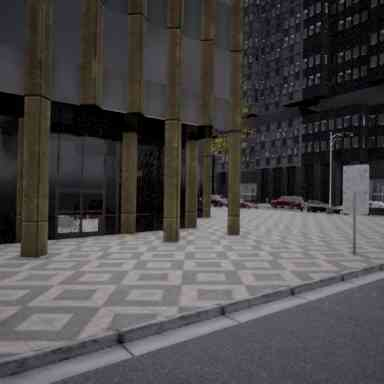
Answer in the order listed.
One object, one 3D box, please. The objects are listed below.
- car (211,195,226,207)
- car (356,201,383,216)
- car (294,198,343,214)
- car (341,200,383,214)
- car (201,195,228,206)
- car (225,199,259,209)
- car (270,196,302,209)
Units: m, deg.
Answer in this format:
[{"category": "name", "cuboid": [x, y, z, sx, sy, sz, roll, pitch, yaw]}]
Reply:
[{"category": "car", "cuboid": [3.516, 1.313, 47.276, 2.192, 1.841, 5.009, 1, -1, -35]}, {"category": "car", "cuboid": [16.284, 1.518, 29.295, 2.008, 1.369, 4.403, 1, -1, -35]}, {"category": "car", "cuboid": [13.091, 1.540, 33.790, 1.947, 1.339, 4.313, 1, -1, -35]}, {"category": "car", "cuboid": [20.034, 1.708, 38.733, 2.008, 1.369, 4.403, 1, -1, -35]}, {"category": "car", "cuboid": [4.076, 1.513, 61.206, 2.192, 1.841, 5.009, 1, -1, -35]}, {"category": "car", "cuboid": [6.705, 1.571, 42.778, 1.802, 1.307, 4.206, 1, -1, -35]}, {"category": "car", "cuboid": [13.653, 1.488, 47.724, 2.192, 1.841, 5.009, 1, -1, -35]}]
